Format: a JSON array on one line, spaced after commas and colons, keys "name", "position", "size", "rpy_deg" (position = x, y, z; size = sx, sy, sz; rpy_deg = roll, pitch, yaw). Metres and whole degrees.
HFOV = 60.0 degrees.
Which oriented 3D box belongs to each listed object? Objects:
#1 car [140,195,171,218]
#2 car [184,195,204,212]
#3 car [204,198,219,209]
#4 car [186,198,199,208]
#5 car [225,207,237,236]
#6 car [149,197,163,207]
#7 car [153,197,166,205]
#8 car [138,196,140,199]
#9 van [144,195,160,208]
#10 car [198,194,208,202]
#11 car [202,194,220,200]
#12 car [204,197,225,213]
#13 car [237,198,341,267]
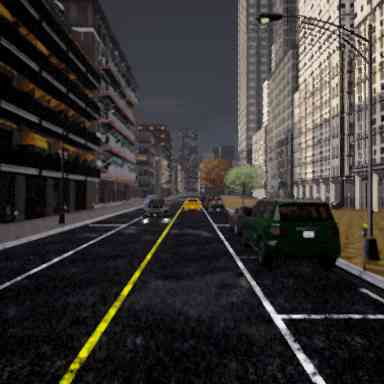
[{"name": "car", "position": [-3.090, 1.358, 30.092], "size": [2.097, 1.767, 4.553], "rpy_deg": [0, 0, 0]}, {"name": "car", "position": [0.086, 1.488, 38.133], "size": [1.882, 1.535, 5.008], "rpy_deg": [0, 0, 0]}, {"name": "car", "position": [2.704, 1.583, 47.478], "size": [1.947, 1.339, 4.313], "rpy_deg": [0, 0, 0]}, {"name": "car", "position": [0.044, 1.620, 50.226], "size": [1.895, 1.301, 4.718], "rpy_deg": [0, 0, 0]}, {"name": "car", "position": [3.150, 1.506, 18.510], "size": [1.837, 1.490, 4.892], "rpy_deg": [0, 0, 0]}, {"name": "car", "position": [-5.676, 1.547, 52.834], "size": [1.752, 1.417, 4.829], "rpy_deg": [0, 0, 0]}, {"name": "car", "position": [-5.674, 1.594, 58.526], "size": [1.947, 1.339, 4.313], "rpy_deg": [0, 0, 0]}, {"name": "car", "position": [-16.403, 1.421, 93.603], "size": [4.403, 1.369, 2.008], "rpy_deg": [1, -1, -1]}, {"name": "van", "position": [-5.676, 1.358, 47.480], "size": [1.690, 1.788, 3.998], "rpy_deg": [0, 0, 0]}, {"name": "car", "position": [2.712, 1.375, 80.616], "size": [2.192, 1.841, 5.009], "rpy_deg": [0, 0, 0]}, {"name": "car", "position": [2.703, 1.328, 41.956], "size": [2.192, 1.841, 5.009], "rpy_deg": [0, 0, 0]}, {"name": "car", "position": [2.702, 1.560, 36.432], "size": [2.008, 1.369, 4.403], "rpy_deg": [0, 0, 0]}, {"name": "car", "position": [3.110, 1.228, 11.540], "size": [2.150, 2.045, 5.566], "rpy_deg": [0, 0, 0]}]
